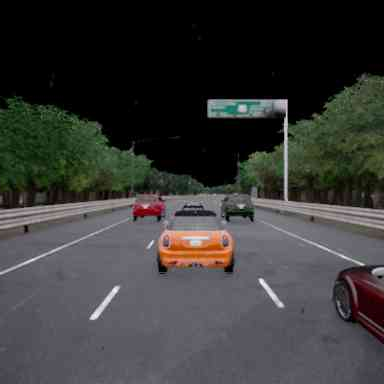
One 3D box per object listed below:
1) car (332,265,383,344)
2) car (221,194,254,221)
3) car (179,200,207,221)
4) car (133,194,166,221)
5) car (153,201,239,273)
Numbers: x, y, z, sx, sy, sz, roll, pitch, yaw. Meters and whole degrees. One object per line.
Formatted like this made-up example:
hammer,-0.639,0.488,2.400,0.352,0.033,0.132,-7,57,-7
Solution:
car,3.599,1.560,4.519,1.994,1.385,4.181,0,0,0
car,3.598,1.209,26.961,2.150,2.045,5.566,0,0,0
car,0.097,1.479,27.852,2.128,1.511,4.902,0,0,0
car,-3.391,1.209,27.097,2.150,2.045,5.566,0,0,0
car,0.099,1.344,10.819,2.097,1.767,4.553,0,0,0
